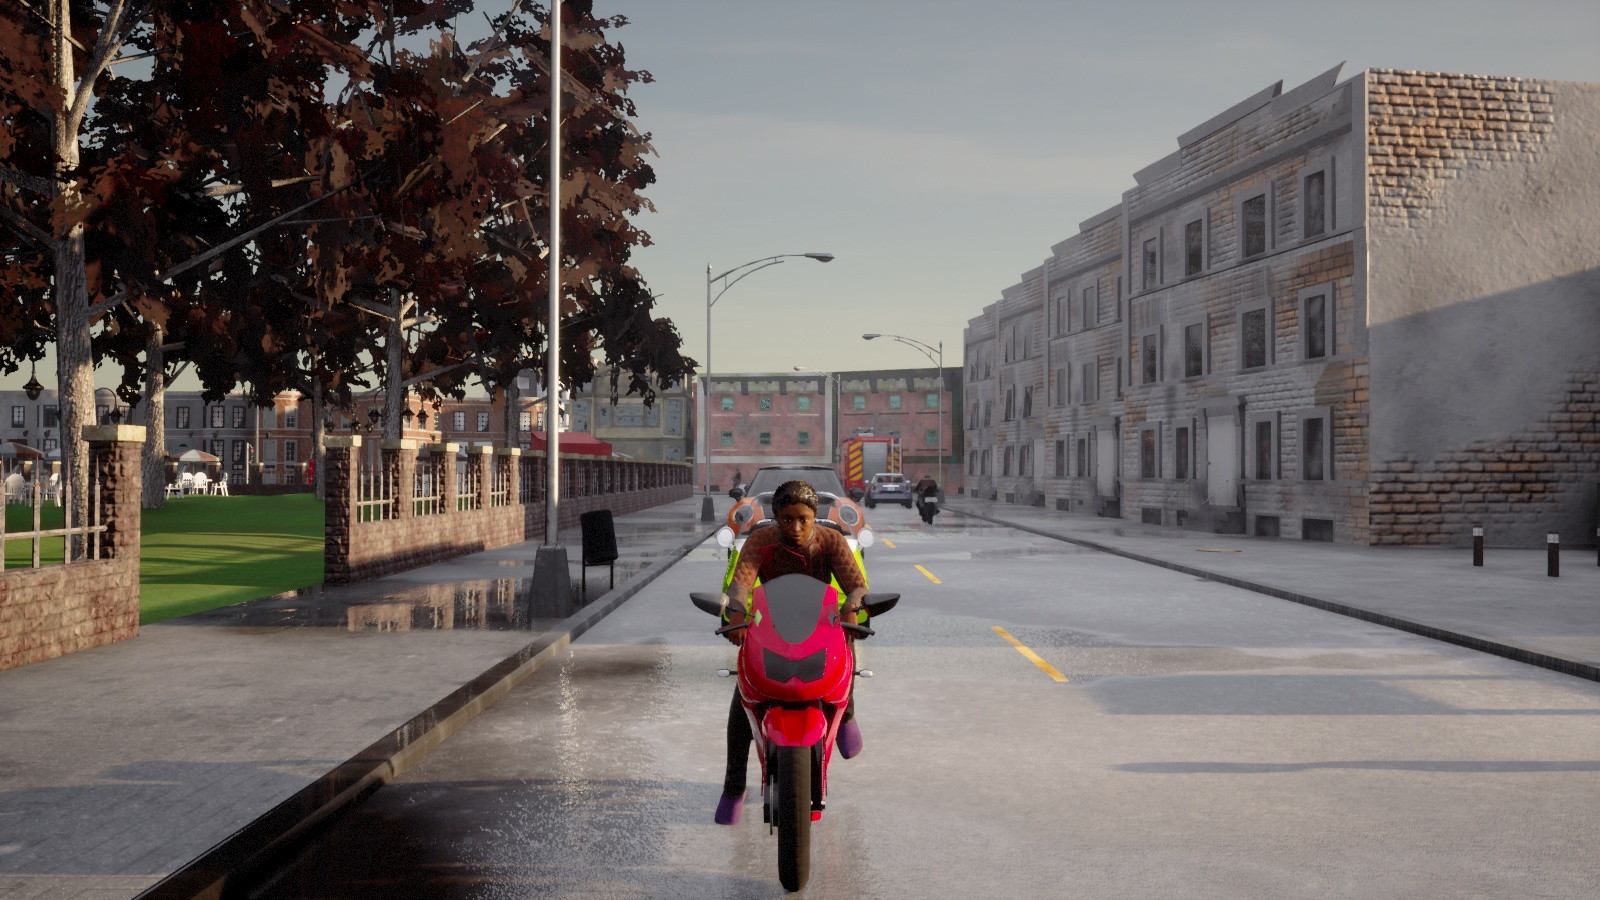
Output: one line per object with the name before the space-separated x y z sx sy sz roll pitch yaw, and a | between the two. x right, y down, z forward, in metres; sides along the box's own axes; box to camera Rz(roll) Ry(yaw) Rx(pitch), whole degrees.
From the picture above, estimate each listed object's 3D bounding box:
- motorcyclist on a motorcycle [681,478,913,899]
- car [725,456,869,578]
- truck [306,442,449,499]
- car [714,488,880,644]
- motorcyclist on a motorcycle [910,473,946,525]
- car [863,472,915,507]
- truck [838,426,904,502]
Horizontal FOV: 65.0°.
motorcyclist on a motorcycle | -0.014 0.887 5.366 0.797 1.523 2.044 0 -1 0
car | -0.054 1.019 20.606 2.097 1.767 4.553 0 -1 0
truck | -26.326 1.253 78.481 7.936 3.462 2.891 0 -1 0
car | -0.032 1.077 12.395 1.481 1.376 2.207 0 -1 0
motorcyclist on a motorcycle | 3.881 1.476 38.298 0.866 1.530 2.191 0 -1 0
car | 3.817 1.678 54.544 1.970 1.475 3.806 0 -1 0
truck | 3.718 0.772 67.822 2.891 3.827 8.468 0 -1 -1
